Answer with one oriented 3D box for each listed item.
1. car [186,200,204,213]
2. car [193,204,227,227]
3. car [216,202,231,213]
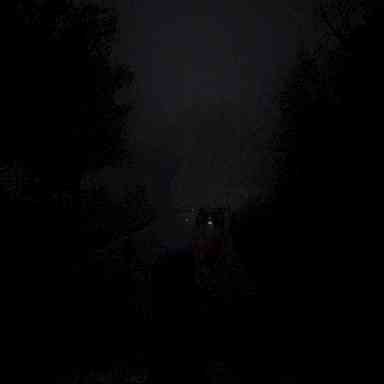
[{"bbox_3d":[0.515,1.755,39.760,1.837,1.490,4.892,1,0,9],"label":"car"},{"bbox_3d":[1.382,1.739,23.737,1.895,1.301,4.718,0,-1,5],"label":"car"},{"bbox_3d":[3.891,1.883,42.223,1.895,1.301,4.718,1,0,10],"label":"car"}]
